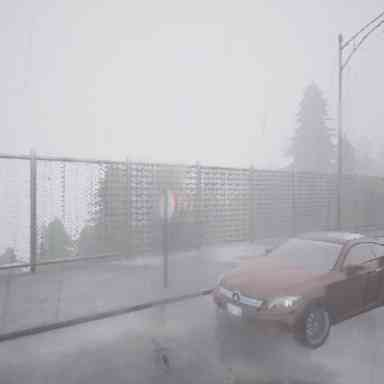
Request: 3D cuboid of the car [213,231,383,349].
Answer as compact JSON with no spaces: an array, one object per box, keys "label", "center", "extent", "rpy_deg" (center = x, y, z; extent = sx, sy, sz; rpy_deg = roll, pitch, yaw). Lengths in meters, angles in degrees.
[{"label":"car","center":[2.547,1.528,6.378],"extent":[4.674,1.442,1.812],"rpy_deg":[0,0,-35]}]
